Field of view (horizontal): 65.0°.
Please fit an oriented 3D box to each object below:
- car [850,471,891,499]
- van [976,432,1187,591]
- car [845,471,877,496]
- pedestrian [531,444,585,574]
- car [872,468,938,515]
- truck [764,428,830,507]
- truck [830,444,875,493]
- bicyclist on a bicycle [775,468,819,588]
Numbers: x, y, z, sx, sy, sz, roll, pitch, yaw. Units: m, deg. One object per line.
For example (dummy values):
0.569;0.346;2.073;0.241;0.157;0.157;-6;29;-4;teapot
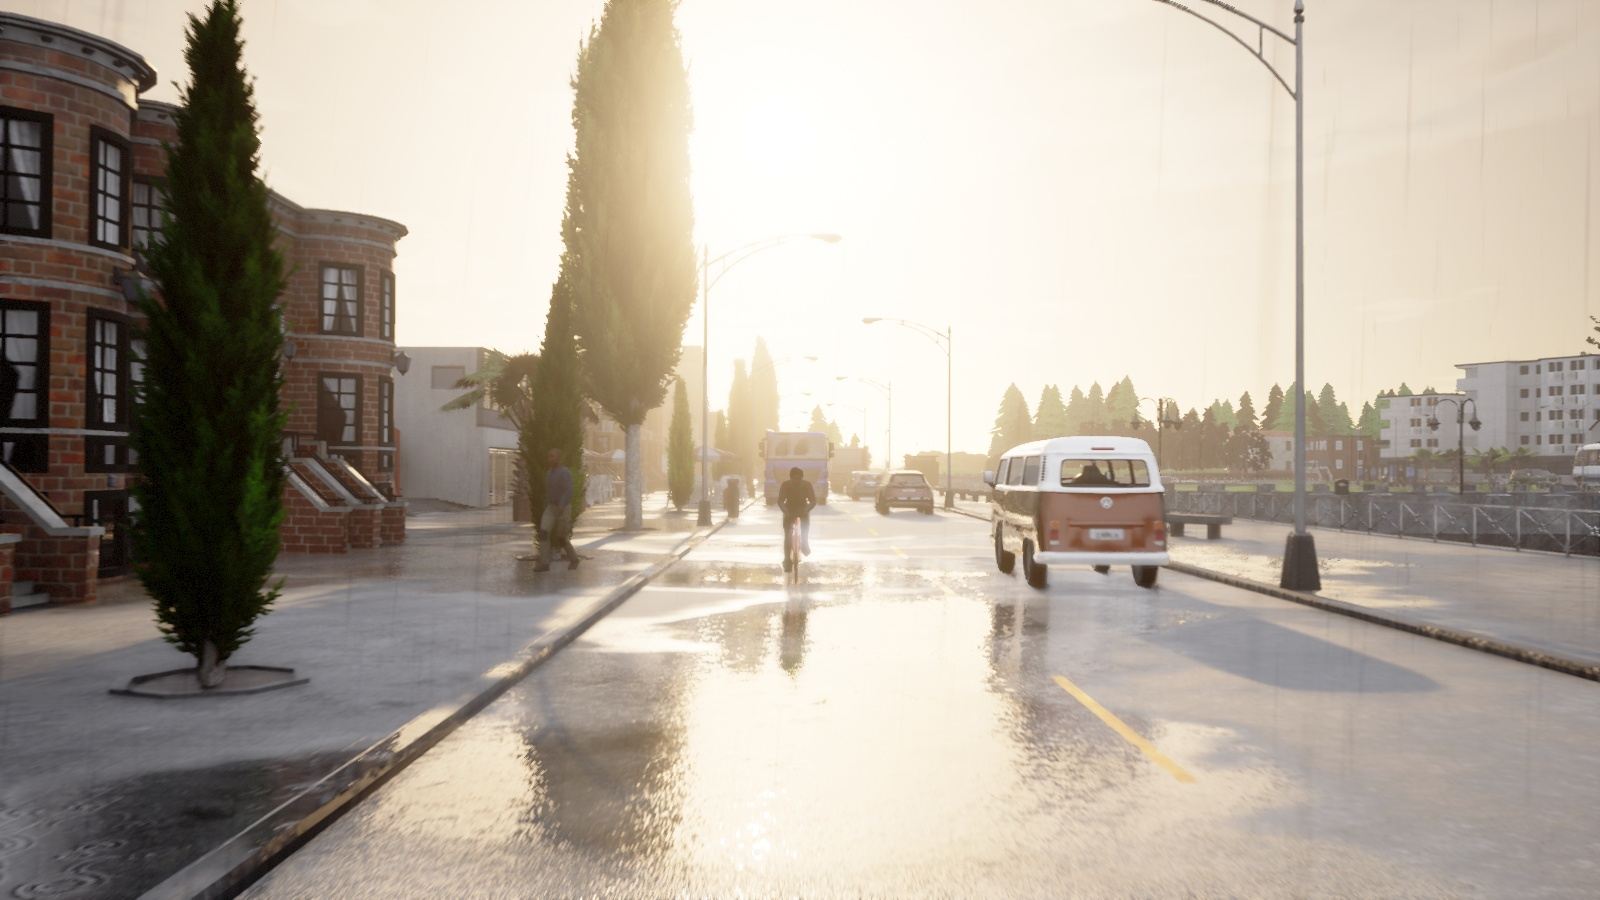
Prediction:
3.822;1.913;68.601;1.970;1.475;3.806;0;-1;0;car
3.950;0.831;18.464;2.069;2.038;4.480;0;-1;0;van
3.795;2.097;78.785;1.789;1.549;3.705;0;-1;0;car
-3.494;0.842;18.126;0.370;1.835;0.726;-1;-1;31;pedestrian
3.877;1.518;47.133;2.033;1.649;4.856;0;-1;0;car
-0.159;0.828;59.400;2.891;3.462;7.936;0;-1;0;truck
3.757;1.356;91.880;2.891;3.462;7.936;0;-1;0;truck
-0.045;1.066;17.842;0.582;1.620;1.656;0;-1;0;bicyclist on a bicycle
